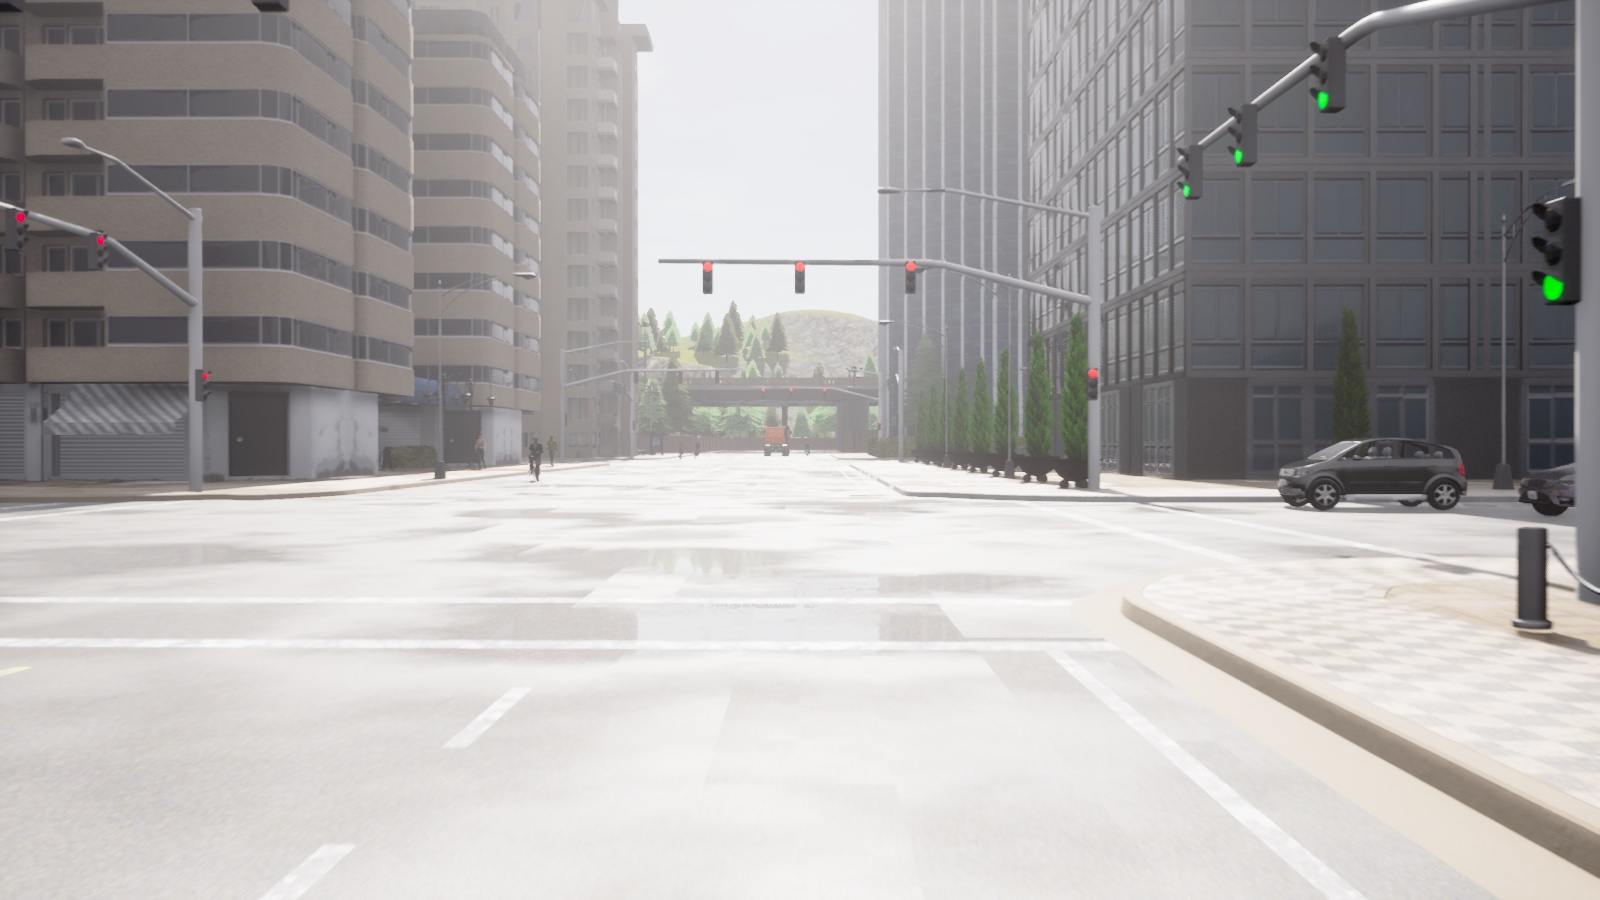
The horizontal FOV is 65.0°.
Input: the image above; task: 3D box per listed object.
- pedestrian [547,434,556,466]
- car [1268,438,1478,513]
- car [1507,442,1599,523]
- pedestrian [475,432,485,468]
[{"bbox_3d":[-13.991,-0.005,70.658,0.370,1.835,0.726,0,0,-1],"label":"pedestrian"},{"bbox_3d":[12.306,0.526,27.134,3.705,1.549,1.789,0,0,1],"label":"car"},{"bbox_3d":[15.904,0.584,23.594,4.193,1.474,1.816,0,0,1],"label":"car"},{"bbox_3d":[-16.074,0.002,63.072,0.345,1.836,0.594,0,0,1],"label":"pedestrian"}]
